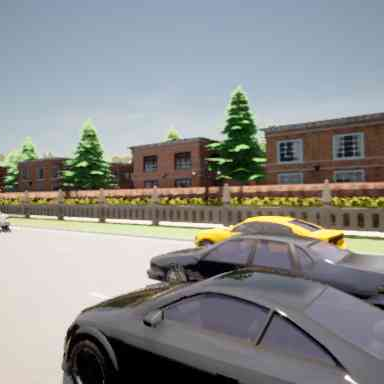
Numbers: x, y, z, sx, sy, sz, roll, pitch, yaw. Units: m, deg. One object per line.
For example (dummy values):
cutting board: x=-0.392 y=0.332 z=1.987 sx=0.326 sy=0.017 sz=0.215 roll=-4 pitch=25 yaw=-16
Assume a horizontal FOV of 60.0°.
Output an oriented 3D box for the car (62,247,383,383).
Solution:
car: x=0.463 y=1.590 z=3.664 sx=4.181 sy=1.385 sz=1.994 roll=-1 pitch=-1 yaw=36

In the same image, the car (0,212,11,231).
car: x=-14.180 y=1.914 z=22.694 sx=4.674 sy=1.442 sz=1.812 roll=-1 pitch=-1 yaw=35

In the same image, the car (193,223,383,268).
car: x=1.501 y=1.593 z=7.222 sx=5.357 sy=1.411 sz=2.033 roll=-1 pitch=-1 yaw=35

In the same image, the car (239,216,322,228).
car: x=2.341 y=1.546 z=10.921 sx=5.008 sy=1.535 sz=1.882 roll=-1 pitch=-1 yaw=36
